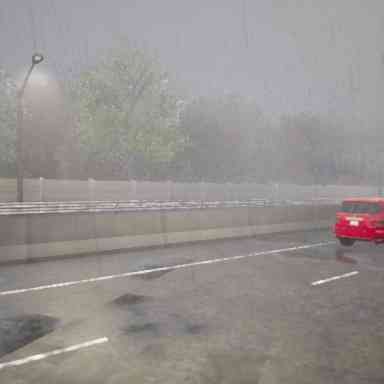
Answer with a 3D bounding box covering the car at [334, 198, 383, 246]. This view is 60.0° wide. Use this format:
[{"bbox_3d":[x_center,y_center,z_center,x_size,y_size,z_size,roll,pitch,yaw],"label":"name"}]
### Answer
[{"bbox_3d":[8.293,1.261,14.084,5.566,2.045,2.150,0,0,-35],"label":"car"}]
